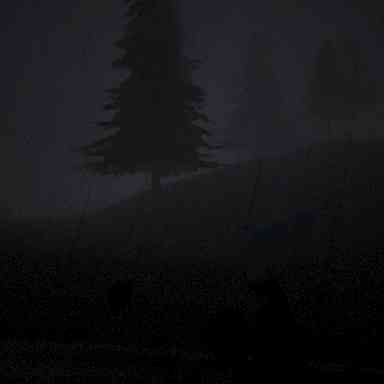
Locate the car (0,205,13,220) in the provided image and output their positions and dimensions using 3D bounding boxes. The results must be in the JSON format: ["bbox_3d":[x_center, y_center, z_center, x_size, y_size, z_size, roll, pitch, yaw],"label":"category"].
[{"bbox_3d":[-18.283,1.802,29.490,1.882,1.535,5.008,0,0,12],"label":"car"}]

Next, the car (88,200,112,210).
[{"bbox_3d":[-13.878,1.986,50.487,1.837,1.490,4.892,0,-1,12],"label":"car"}]

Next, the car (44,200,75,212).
[{"bbox_3d":[-18.305,1.943,46.546,1.882,1.535,5.008,0,-1,12],"label":"car"}]

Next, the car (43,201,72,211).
[{"bbox_3d":[-20.803,2.119,51.580,1.895,1.301,4.718,0,-1,12],"label":"car"}]
